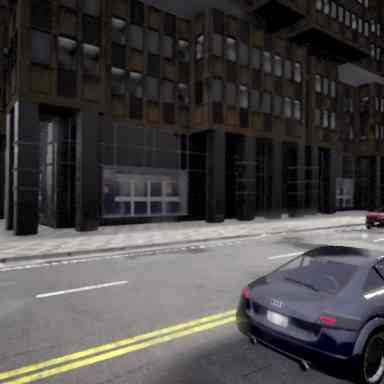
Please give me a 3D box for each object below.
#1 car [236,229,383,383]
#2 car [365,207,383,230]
[{"bbox_3d":[2.722,1.582,5.393,4.181,1.385,1.994,0,0,-35],"label":"car"},{"bbox_3d":[12.761,1.557,20.761,5.008,1.535,1.882,0,0,-35],"label":"car"}]
